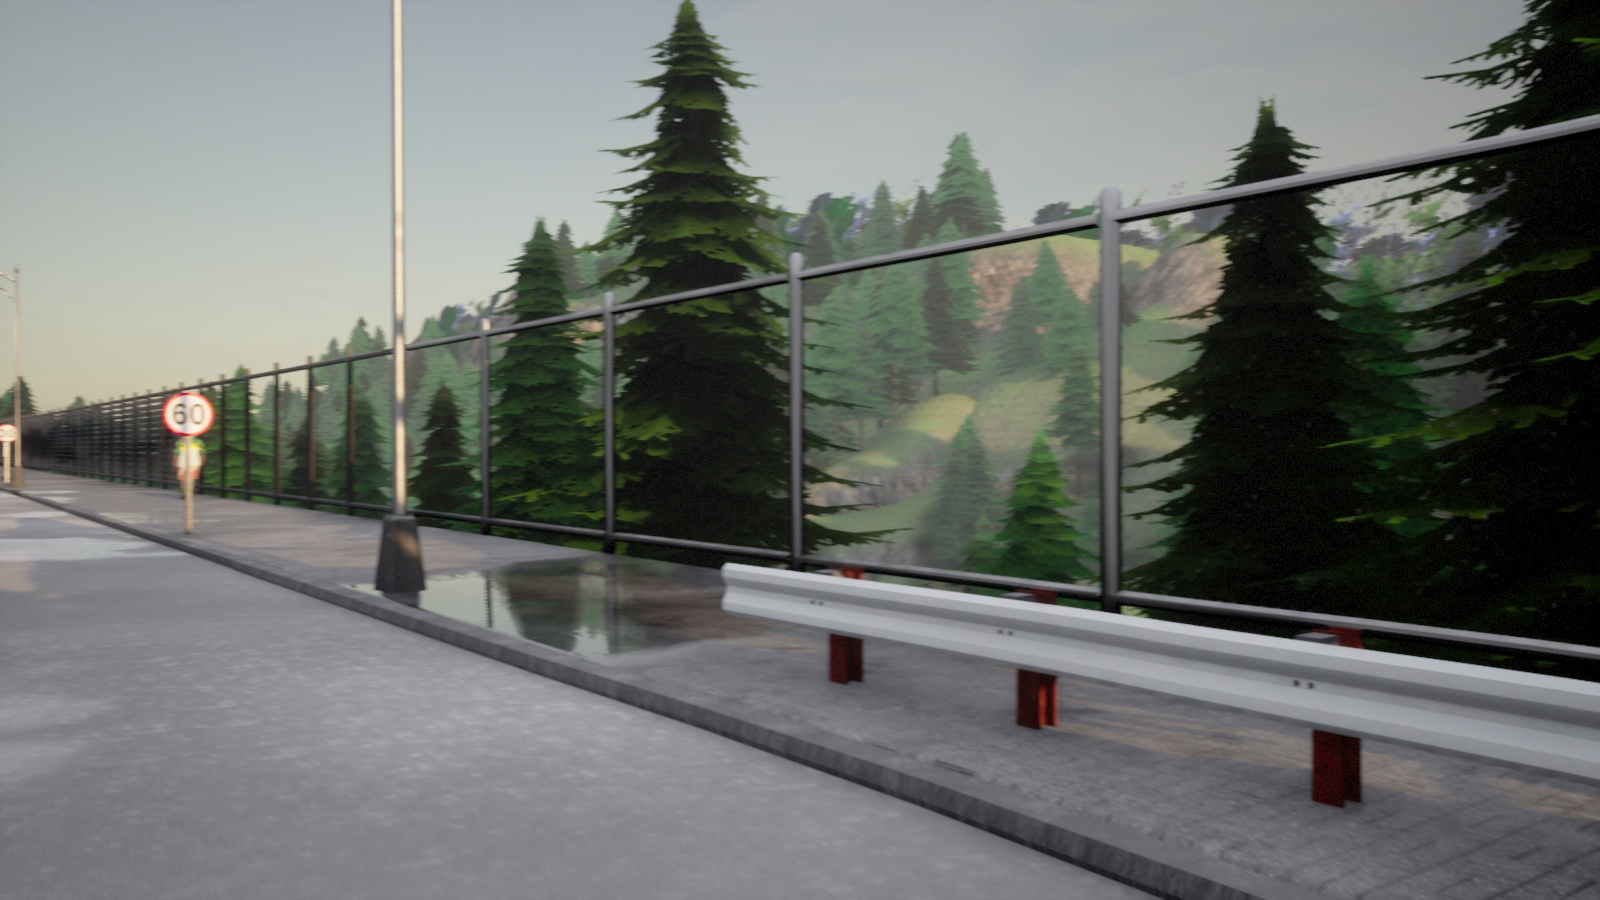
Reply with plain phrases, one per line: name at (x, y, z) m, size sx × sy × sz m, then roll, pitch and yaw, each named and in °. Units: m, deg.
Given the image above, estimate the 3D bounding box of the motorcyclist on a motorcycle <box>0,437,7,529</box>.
motorcyclist on a motorcycle at (-15.376, 0.599, 23.471) m, size 0.766 × 1.649 × 2.350 m, roll 0°, pitch 0°, yaw -36°

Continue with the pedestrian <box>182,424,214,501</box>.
pedestrian at (-15.445, 0.309, 32.217) m, size 0.659 × 1.952 × 0.873 m, roll 0°, pitch 0°, yaw -31°
